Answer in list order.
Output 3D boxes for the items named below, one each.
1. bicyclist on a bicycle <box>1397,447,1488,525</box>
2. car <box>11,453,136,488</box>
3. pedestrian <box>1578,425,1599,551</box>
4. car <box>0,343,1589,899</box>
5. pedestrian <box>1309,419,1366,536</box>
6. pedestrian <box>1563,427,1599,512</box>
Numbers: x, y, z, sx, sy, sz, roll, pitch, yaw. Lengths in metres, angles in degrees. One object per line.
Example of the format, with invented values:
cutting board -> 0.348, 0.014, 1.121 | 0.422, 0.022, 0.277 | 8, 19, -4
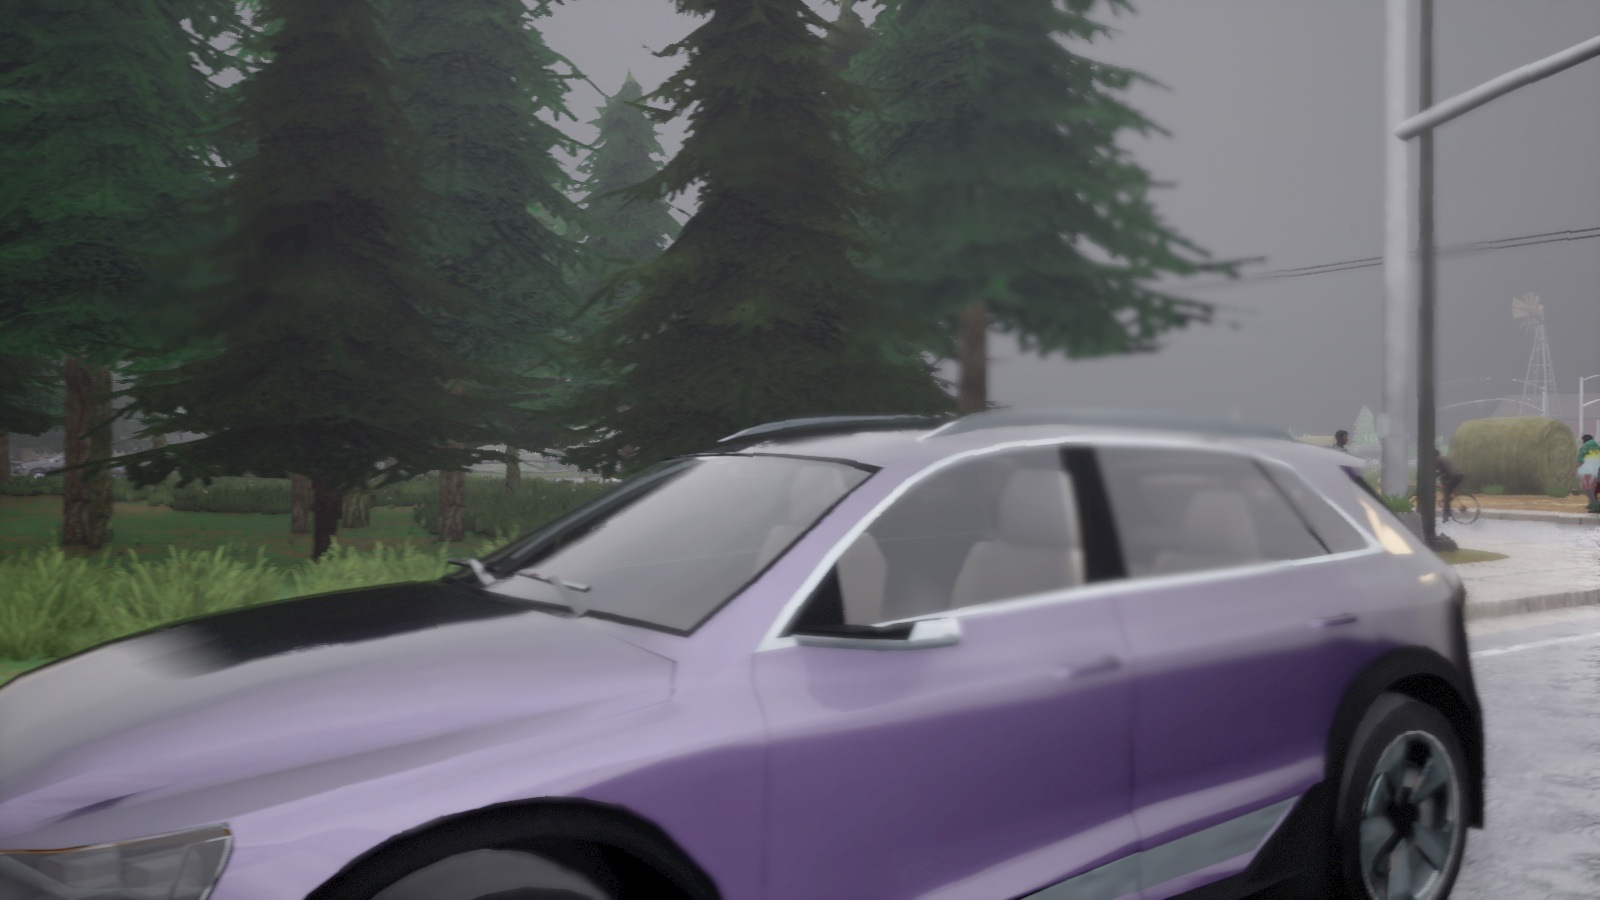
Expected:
bicyclist on a bicycle -> 13.821, 0.765, 27.067 | 0.582, 1.620, 1.656 | 0, -1, -34
car -> -33.215, 0.905, 57.467 | 4.902, 1.511, 2.128 | 0, 0, -31
pedestrian -> 12.240, 0.556, 18.630 | 0.900, 1.855, 0.874 | 0, 0, -34
car -> 0.128, 0.684, 3.750 | 4.856, 1.649, 2.033 | 0, 0, -35
pedestrian -> 9.107, 0.462, 21.291 | 0.423, 1.949, 0.788 | 0, 0, -33
pedestrian -> 18.531, 0.449, 29.453 | 0.659, 1.952, 0.873 | 0, 0, -15
